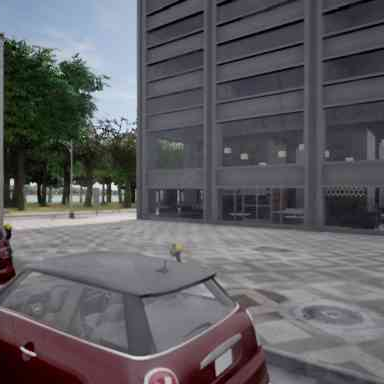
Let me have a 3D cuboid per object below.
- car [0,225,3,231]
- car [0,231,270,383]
[{"bbox_3d":[-5.744,1.313,7.052,5.009,1.841,2.192,0,0,35],"label":"car"},{"bbox_3d":[-1.315,1.439,3.897,4.097,1.590,1.967,0,0,35],"label":"car"}]
